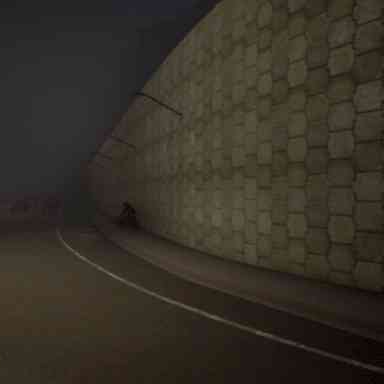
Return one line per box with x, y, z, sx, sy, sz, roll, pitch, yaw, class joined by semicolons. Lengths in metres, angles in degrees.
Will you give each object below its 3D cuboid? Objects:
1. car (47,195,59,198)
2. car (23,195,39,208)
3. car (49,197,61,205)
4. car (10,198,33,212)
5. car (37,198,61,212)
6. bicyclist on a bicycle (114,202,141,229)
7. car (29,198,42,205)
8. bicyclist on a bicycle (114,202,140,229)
-23.477;1.582;56.230;2.150;2.045;5.566;0;0;-20;car
-26.757;1.562;55.008;2.150;2.045;5.566;0;0;-20;car
-27.095;1.781;65.939;2.128;1.511;4.902;0;0;-20;car
-22.025;1.808;42.586;2.033;1.411;5.357;0;0;-21;car
-18.814;1.829;43.996;2.033;1.411;5.357;0;0;-20;car
-4.042;1.445;20.924;0.582;1.620;1.656;-2;-2;40;bicyclist on a bicycle
-30.386;1.832;64.745;1.895;1.301;4.718;0;0;-20;car
-3.979;1.454;20.319;1.656;1.620;0.582;-1;-2;9;bicyclist on a bicycle
